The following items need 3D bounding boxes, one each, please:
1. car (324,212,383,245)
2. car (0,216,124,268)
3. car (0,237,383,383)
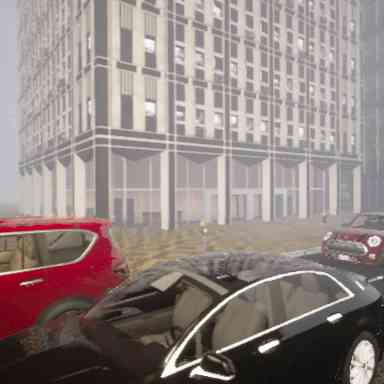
[{"bbox_3d":[6.063,1.386,10.896,4.097,1.590,1.967,0,0,-36],"label":"car"},{"bbox_3d":[-3.212,1.316,4.274,5.009,1.841,2.192,0,0,-36],"label":"car"},{"bbox_3d":[0.187,1.495,3.513,4.892,1.490,1.837,0,0,-36],"label":"car"}]
